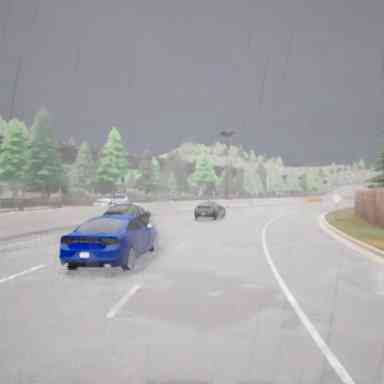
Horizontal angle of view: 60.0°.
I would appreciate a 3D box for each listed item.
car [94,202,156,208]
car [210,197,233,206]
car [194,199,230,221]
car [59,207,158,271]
[{"bbox_3d":[-4.066,1.534,21.443,1.837,1.490,4.892,0,0,13],"label":"car"},{"bbox_3d":[5.211,1.662,58.754,1.837,1.490,4.892,0,-1,35],"label":"car"},{"bbox_3d":[1.620,1.562,28.524,2.128,1.511,4.902,0,0,18],"label":"car"},{"bbox_3d":[-2.485,1.491,11.109,1.882,1.535,5.008,0,0,7],"label":"car"}]
